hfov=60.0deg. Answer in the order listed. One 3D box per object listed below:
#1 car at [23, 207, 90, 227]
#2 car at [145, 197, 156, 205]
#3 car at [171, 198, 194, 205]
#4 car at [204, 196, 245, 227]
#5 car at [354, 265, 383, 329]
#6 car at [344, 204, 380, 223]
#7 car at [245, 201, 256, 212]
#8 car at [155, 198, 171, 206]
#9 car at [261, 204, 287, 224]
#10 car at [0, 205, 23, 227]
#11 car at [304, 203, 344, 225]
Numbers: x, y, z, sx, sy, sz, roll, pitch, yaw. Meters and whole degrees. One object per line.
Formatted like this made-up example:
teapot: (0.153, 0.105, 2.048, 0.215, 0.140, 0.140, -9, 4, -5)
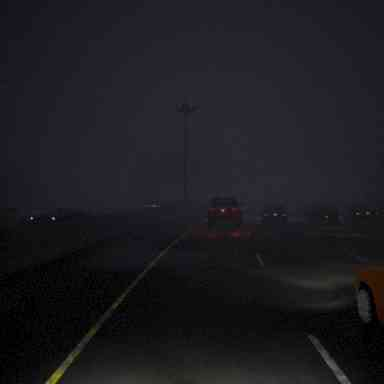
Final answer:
car: (-8.688, 1.681, 22.202, 1.895, 1.301, 4.718, 0, 0, 9)
car: (-7.200, 1.795, 64.159, 1.812, 1.442, 4.674, 0, 0, 23)
car: (-1.318, 1.757, 60.184, 2.128, 1.511, 4.902, 0, 0, 23)
car: (2.487, 1.332, 24.184, 2.150, 2.045, 5.566, 0, -1, 11)
car: (3.779, 1.504, 3.969, 1.882, 1.535, 5.008, 0, 0, 2)
car: (13.887, 1.701, 27.650, 2.033, 1.411, 5.357, 0, 0, 13)
car: (6.731, 1.799, 41.204, 1.895, 1.301, 4.718, 0, 0, 17)
car: (-4.437, 1.791, 61.741, 1.812, 1.442, 4.674, 0, 0, 23)
car: (6.405, 1.678, 26.080, 2.033, 1.411, 5.357, 0, 0, 11)
car: (-12.353, 1.593, 21.173, 1.812, 1.442, 4.674, 0, 0, 8)
car: (9.941, 1.615, 25.783, 1.882, 1.535, 5.008, 0, 0, 11)
